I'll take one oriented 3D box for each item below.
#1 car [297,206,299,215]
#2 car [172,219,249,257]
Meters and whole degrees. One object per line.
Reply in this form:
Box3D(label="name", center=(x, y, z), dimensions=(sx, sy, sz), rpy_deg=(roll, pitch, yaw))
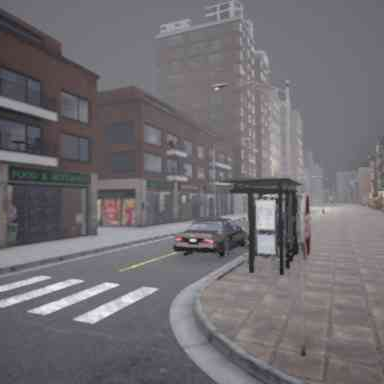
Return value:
Box3D(label="car", center=(14.096, 2.482, 44.059), dimensions=(1.994, 1.385, 4.181), rpy_deg=(-1, -2, 24))
Box3D(label="car", center=(1.035, 1.859, 14.396), dimensions=(2.033, 1.411, 5.357), rpy_deg=(-1, -2, 24))
